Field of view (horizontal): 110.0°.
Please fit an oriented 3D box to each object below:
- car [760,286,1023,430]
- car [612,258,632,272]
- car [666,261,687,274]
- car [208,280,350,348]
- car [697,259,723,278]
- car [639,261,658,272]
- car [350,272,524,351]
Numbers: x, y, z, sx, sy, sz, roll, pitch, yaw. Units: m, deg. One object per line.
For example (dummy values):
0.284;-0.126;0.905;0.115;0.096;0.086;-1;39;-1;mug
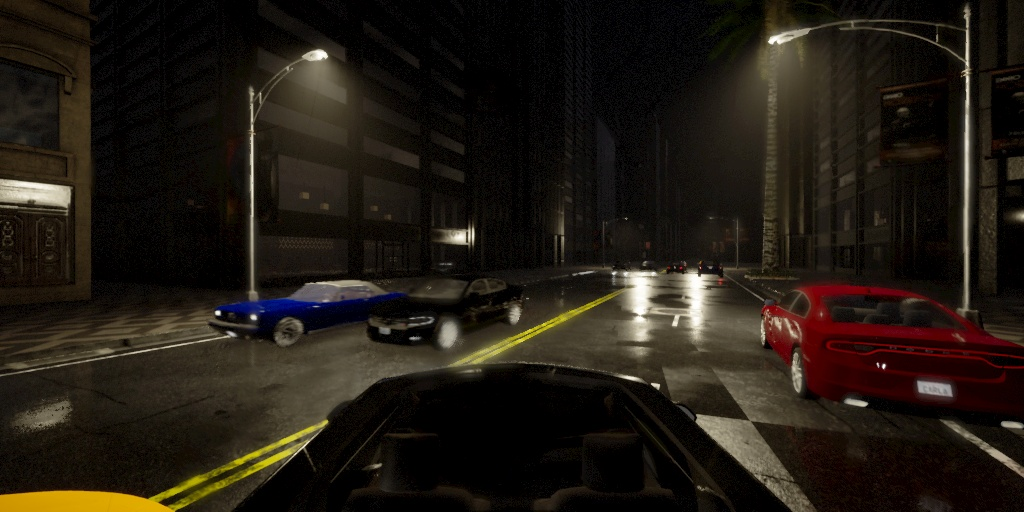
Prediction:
5.516;1.228;5.915;1.882;1.535;5.008;0;0;27;car
14.635;1.277;47.618;1.837;1.490;4.892;0;0;27;car
18.662;1.317;40.809;2.033;1.411;5.357;0;0;27;car
-4.951;1.351;9.589;1.895;1.301;4.718;0;0;27;car
19.301;1.117;34.987;2.097;1.767;4.553;0;0;27;car
17.981;1.337;47.014;1.994;1.385;4.181;0;0;27;car
-1.407;1.228;9.398;1.882;1.535;5.008;0;0;27;car
